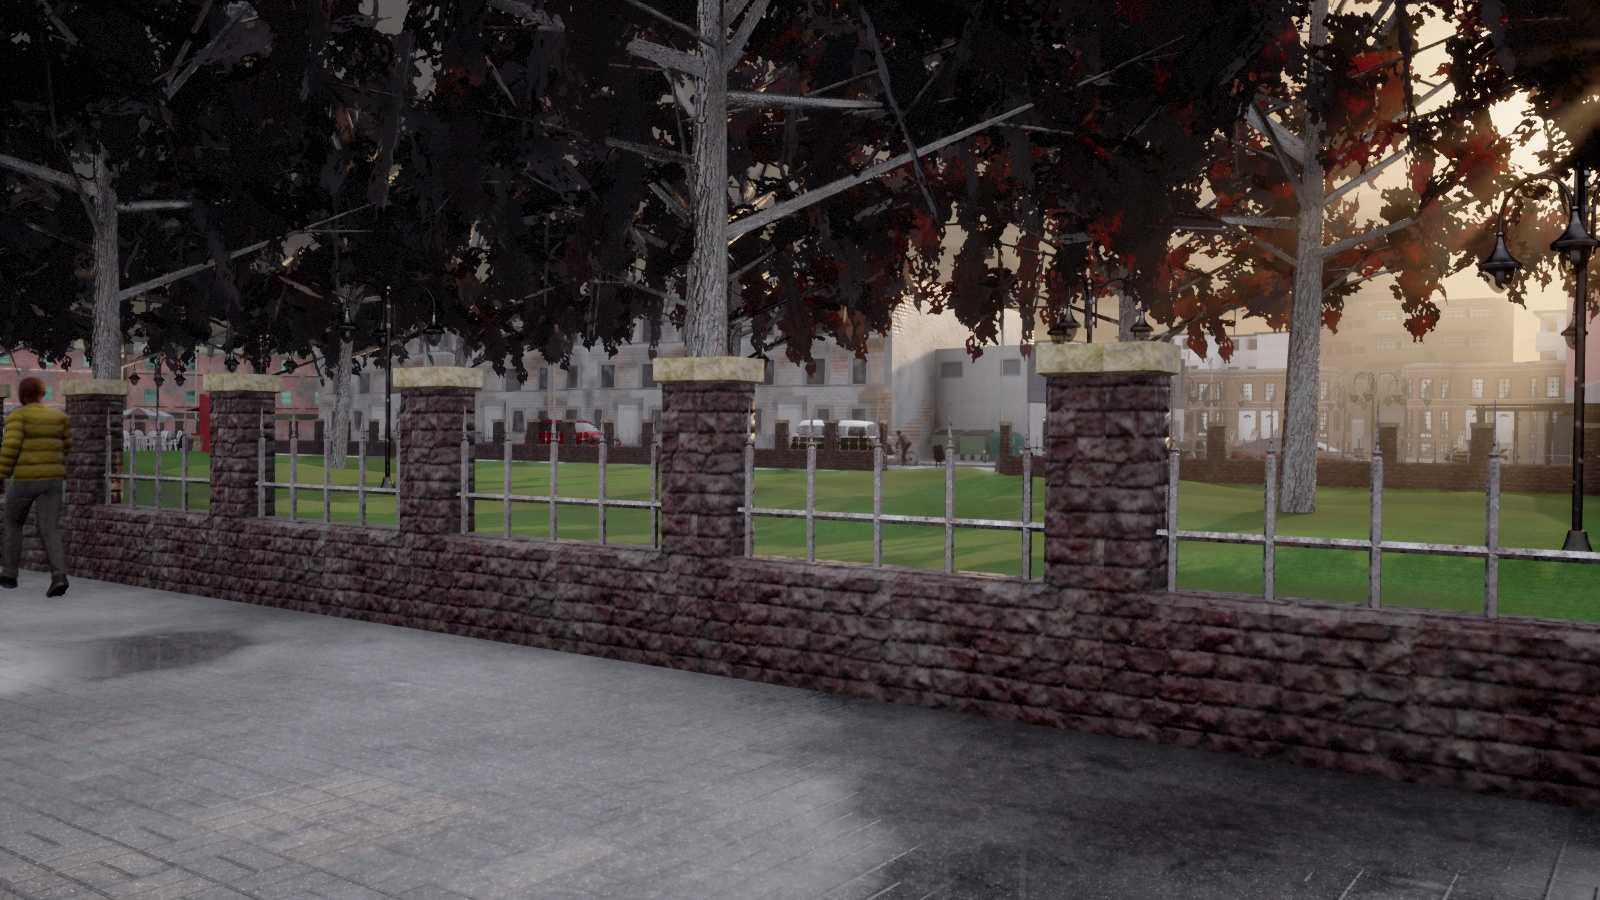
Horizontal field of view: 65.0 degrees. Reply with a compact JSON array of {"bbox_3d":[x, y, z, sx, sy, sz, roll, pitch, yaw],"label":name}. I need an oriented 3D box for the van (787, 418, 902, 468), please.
[{"bbox_3d":[1.877,-0.294,53.599,4.480,2.038,2.069,0,1,35],"label":"van"}]

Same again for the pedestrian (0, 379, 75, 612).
[{"bbox_3d":[-6.317,0.358,10.281,0.726,1.835,0.370,0,1,36],"label":"pedestrian"}]

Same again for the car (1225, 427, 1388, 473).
[{"bbox_3d":[17.192,-0.008,42.707,4.792,1.488,2.163,0,1,35],"label":"car"}]

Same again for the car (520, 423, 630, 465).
[{"bbox_3d":[-11.309,-0.307,62.958,5.566,2.045,2.150,0,1,35],"label":"car"}]

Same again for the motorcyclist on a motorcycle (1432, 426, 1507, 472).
[{"bbox_3d":[23.126,-0.035,43.394,2.191,1.530,0.866,0,1,35],"label":"motorcyclist on a motorcycle"}]
